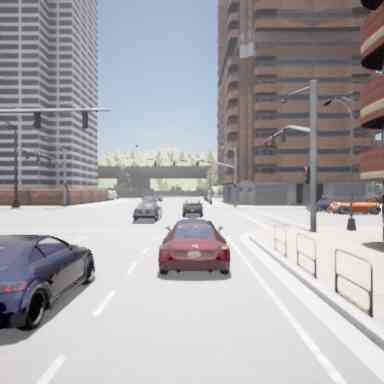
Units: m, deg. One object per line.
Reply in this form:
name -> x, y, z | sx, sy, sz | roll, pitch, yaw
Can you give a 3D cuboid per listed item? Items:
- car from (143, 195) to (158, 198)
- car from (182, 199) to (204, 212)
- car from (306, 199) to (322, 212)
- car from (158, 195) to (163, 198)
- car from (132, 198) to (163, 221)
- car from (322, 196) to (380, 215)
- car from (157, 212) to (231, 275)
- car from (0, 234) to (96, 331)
car -> -7.110, 1.408, 53.510 | 1.812, 1.442, 4.674 | 0, 0, 0
car -> 0.065, 1.422, 31.368 | 2.128, 1.511, 4.902 | 0, 0, 0
car -> 14.697, 1.269, 35.808 | 4.553, 1.767, 2.097 | 0, 0, 0
car -> -7.062, 1.349, 68.605 | 1.837, 1.490, 4.892 | 0, 0, 0
car -> -3.439, 1.490, 26.286 | 2.033, 1.411, 5.357 | 0, 0, 0
car -> 15.590, 1.278, 32.302 | 4.553, 1.767, 2.097 | 0, 0, 0
car -> 0.071, 1.540, 10.425 | 1.994, 1.385, 4.181 | 0, 0, 0
car -> -3.446, 1.549, 6.847 | 1.994, 1.385, 4.181 | 0, 0, 0
